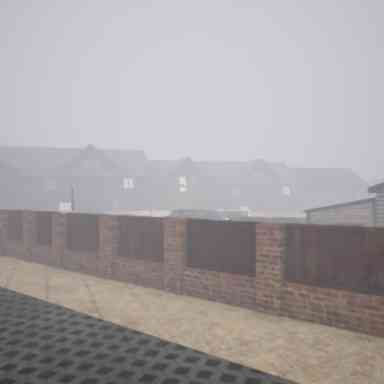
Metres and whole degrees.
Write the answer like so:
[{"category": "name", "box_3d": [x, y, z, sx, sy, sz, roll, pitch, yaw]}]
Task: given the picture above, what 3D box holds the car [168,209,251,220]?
[{"category": "car", "box_3d": [0.890, 2.213, 22.944, 5.566, 2.045, 2.150, 2, -3, -23]}]
